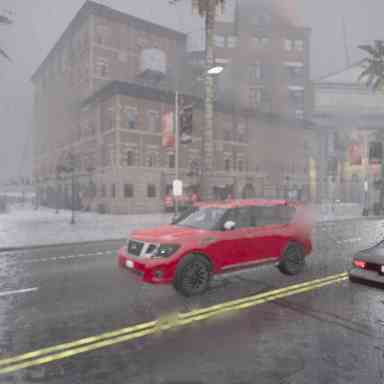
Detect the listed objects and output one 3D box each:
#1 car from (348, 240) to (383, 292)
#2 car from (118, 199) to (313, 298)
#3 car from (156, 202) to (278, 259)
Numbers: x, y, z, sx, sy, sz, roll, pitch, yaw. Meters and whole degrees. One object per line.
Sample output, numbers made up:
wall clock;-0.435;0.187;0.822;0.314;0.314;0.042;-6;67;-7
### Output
car;5.877;1.563;7.925;5.357;1.411;2.033;0;0;-35
car;0.889;1.231;8.910;5.566;2.045;2.150;0;0;-35
car;1.086;1.366;13.333;4.553;1.767;2.097;0;0;-35
